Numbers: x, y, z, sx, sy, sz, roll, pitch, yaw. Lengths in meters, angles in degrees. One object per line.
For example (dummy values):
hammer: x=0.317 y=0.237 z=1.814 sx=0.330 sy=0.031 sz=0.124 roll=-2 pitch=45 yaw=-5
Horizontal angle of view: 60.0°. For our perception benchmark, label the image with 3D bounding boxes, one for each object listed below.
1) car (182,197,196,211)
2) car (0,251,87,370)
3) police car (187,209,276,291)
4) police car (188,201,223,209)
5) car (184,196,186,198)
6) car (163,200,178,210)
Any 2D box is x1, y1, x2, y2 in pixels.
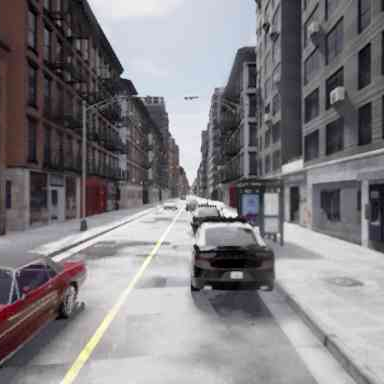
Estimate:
car: x=0.039 y=1.840 z=45.851 sx=2.033 sy=1.411 sz=5.357 roll=0 pitch=0 yaw=0
car: x=-3.099 y=1.630 z=4.644 sx=1.895 sy=1.301 sz=4.718 roll=0 pitch=0 yaw=0
police car: x=0.904 y=1.484 z=9.285 sx=1.930 sy=1.638 sz=5.238 roll=0 pitch=0 yaw=0
police car: x=0.910 y=1.548 z=19.285 sx=1.930 sy=1.638 sz=5.238 roll=0 pitch=0 yaw=0
car: x=0.032 y=1.866 z=59.368 sx=2.128 sy=1.511 sz=4.902 roll=0 pitch=0 yaw=0
car: x=-3.070 y=1.826 z=47.171 sx=1.812 sy=1.442 sz=4.674 roll=0 pitch=0 yaw=0
